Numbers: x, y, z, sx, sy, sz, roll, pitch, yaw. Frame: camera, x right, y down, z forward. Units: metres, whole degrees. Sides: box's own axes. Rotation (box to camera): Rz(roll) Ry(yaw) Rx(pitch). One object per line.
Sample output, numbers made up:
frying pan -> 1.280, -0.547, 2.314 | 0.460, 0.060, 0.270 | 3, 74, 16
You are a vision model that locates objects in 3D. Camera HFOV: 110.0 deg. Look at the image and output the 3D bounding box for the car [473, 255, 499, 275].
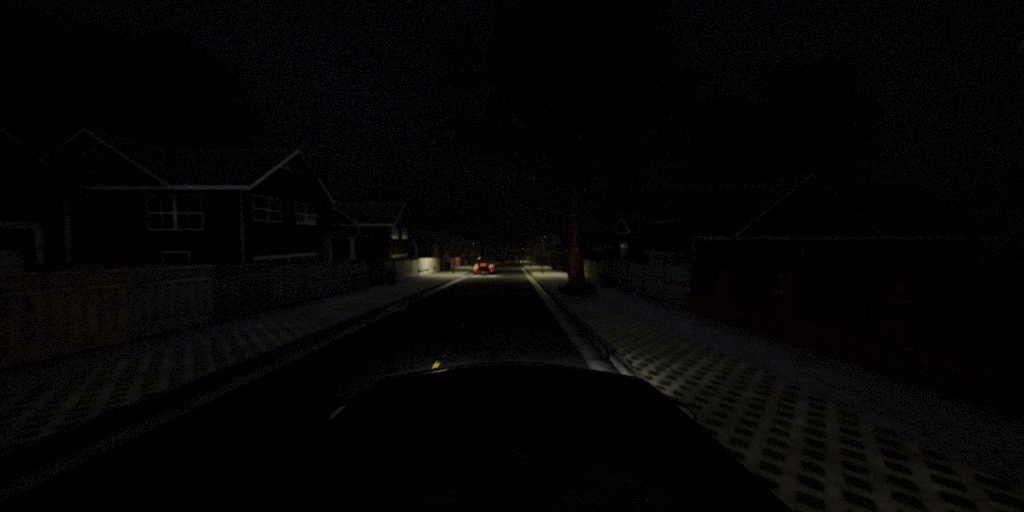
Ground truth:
car -> -2.832, 1.029, 37.779 | 2.097, 1.767, 4.553 | 0, 0, 0
